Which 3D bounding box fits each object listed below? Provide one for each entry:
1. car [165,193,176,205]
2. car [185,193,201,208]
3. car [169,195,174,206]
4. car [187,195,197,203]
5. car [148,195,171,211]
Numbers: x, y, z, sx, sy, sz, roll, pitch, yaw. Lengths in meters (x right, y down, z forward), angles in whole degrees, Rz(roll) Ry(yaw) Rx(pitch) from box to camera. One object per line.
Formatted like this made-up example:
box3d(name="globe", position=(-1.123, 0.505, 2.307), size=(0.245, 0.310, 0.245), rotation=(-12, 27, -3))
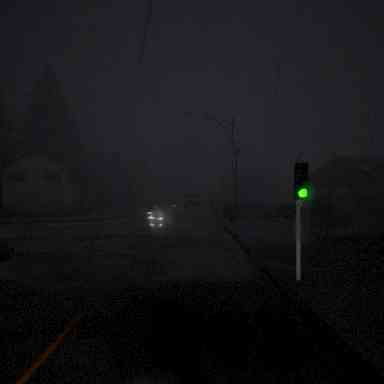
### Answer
box3d(name="car", position=(-4.063, 1.221, 60.429), size=(2.150, 2.045, 5.566), rotation=(0, 0, 0))
box3d(name="car", position=(0.108, 1.221, 48.215), size=(2.150, 2.045, 5.566), rotation=(0, 0, 0))
box3d(name="car", position=(-4.086, 1.525, 49.981), size=(1.812, 1.442, 4.674), rotation=(0, 0, 0))
box3d(name="car", position=(0.009, 1.575, 76.660), size=(2.097, 1.767, 4.553), rotation=(0, 0, 0))
box3d(name="car", position=(-4.096, 1.491, 39.977), size=(2.128, 1.511, 4.902), rotation=(0, 0, 0))
